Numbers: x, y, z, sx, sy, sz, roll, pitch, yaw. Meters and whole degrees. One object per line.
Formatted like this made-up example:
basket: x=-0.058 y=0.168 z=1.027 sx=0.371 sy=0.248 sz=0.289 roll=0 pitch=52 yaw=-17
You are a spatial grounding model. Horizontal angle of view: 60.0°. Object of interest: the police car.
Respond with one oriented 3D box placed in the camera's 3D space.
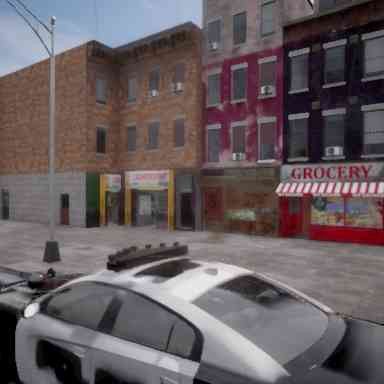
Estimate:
police car: x=-0.577 y=1.424 z=3.692 sx=5.238 sy=1.638 sz=1.930 roll=0 pitch=0 yaw=35
